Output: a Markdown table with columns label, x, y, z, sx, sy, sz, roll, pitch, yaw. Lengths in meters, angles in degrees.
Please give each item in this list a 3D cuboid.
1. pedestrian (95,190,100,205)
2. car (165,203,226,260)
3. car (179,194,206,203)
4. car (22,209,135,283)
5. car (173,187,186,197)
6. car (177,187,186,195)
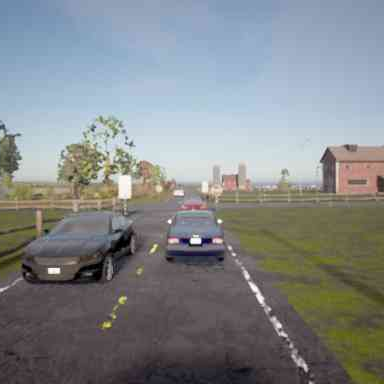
| label | x | y | z | sx | sy | sz | roll | pitch | yaw |
| --- | --- | --- | --- | --- | --- | --- | --- | --- | --- |
| pedestrian | -12.155 | 0.685 | 42.609 | 0.375 | 1.860 | 0.375 | 0 | 2 | 0 |
| car | 0.102 | 1.346 | 11.580 | 2.033 | 1.411 | 5.357 | 0 | 1 | 0 |
| car | 0.067 | 1.117 | 23.743 | 1.812 | 1.442 | 4.674 | 0 | 1 | -1 |
| car | -2.843 | 1.314 | 9.357 | 1.882 | 1.535 | 5.008 | 0 | 1 | 0 |
| car | -2.747 | 0.025 | 70.312 | 2.150 | 2.045 | 5.566 | 0 | 1 | 0 |
| car | -2.747 | -0.287 | 85.697 | 2.097 | 1.767 | 4.553 | 0 | 1 | 0 |
